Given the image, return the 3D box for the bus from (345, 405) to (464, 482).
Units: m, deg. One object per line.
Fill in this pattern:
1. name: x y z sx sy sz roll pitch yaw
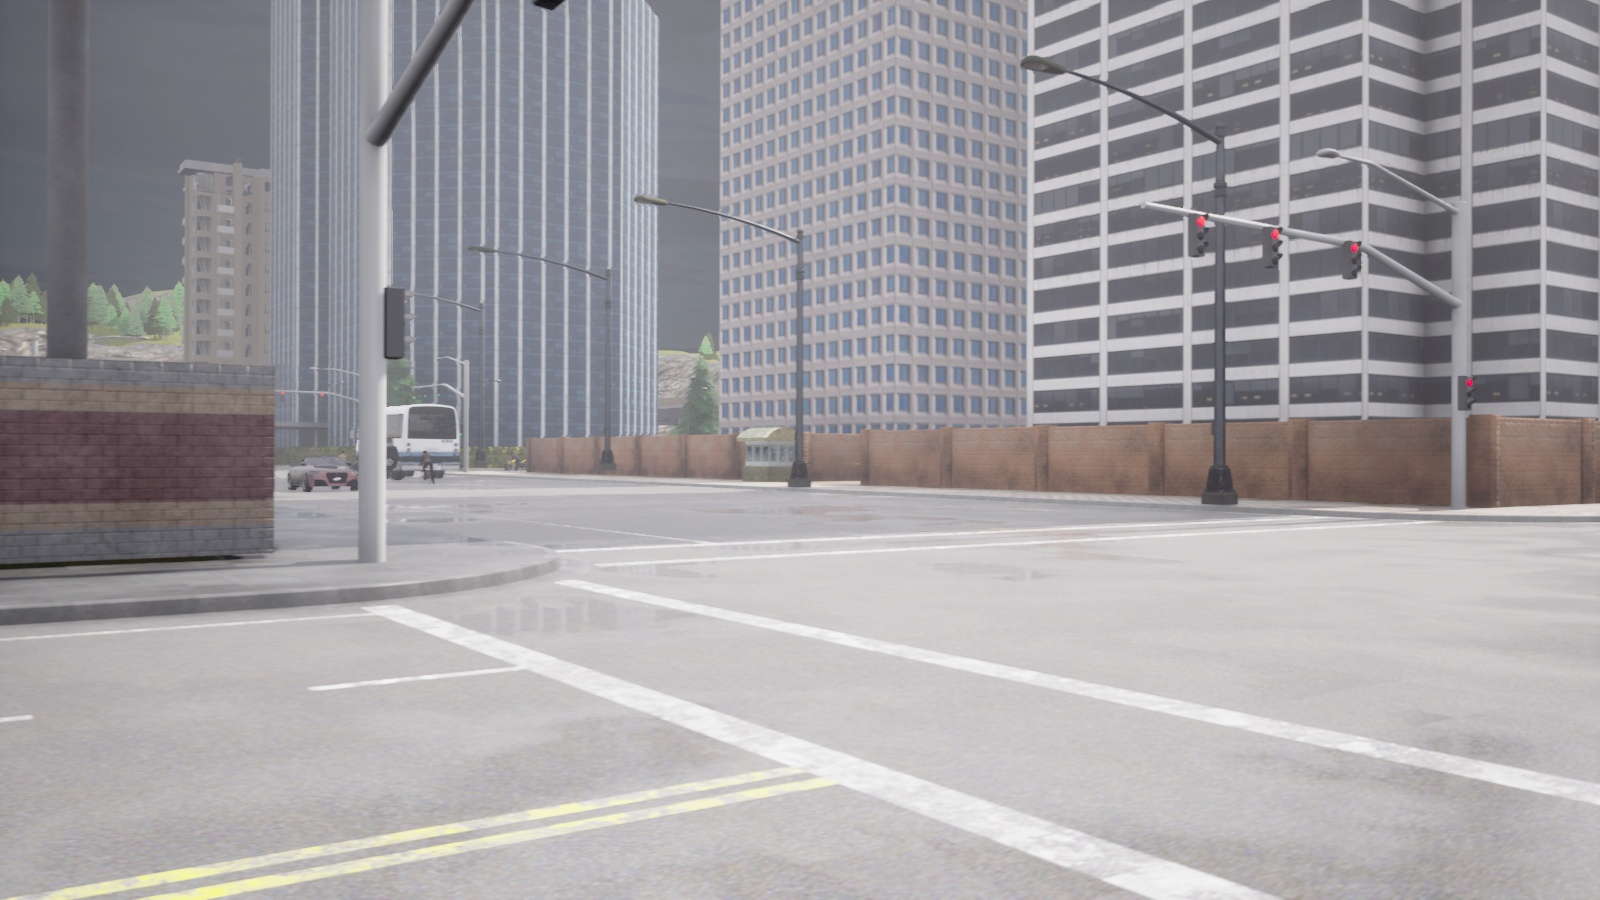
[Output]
1. bus: -23.696 -0.363 74.748 3.944 4.253 10.273 0 0 -35

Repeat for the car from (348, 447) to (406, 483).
1. car: -22.581 0.783 66.958 1.905 1.878 3.866 0 0 -35

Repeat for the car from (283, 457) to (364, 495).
1. car: -18.481 0.986 48.651 1.994 1.385 4.181 0 0 -35

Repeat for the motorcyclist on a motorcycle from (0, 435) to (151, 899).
1. motorcyclist on a motorcycle: -2.274 0.735 2.077 2.044 1.523 0.797 0 0 -35
